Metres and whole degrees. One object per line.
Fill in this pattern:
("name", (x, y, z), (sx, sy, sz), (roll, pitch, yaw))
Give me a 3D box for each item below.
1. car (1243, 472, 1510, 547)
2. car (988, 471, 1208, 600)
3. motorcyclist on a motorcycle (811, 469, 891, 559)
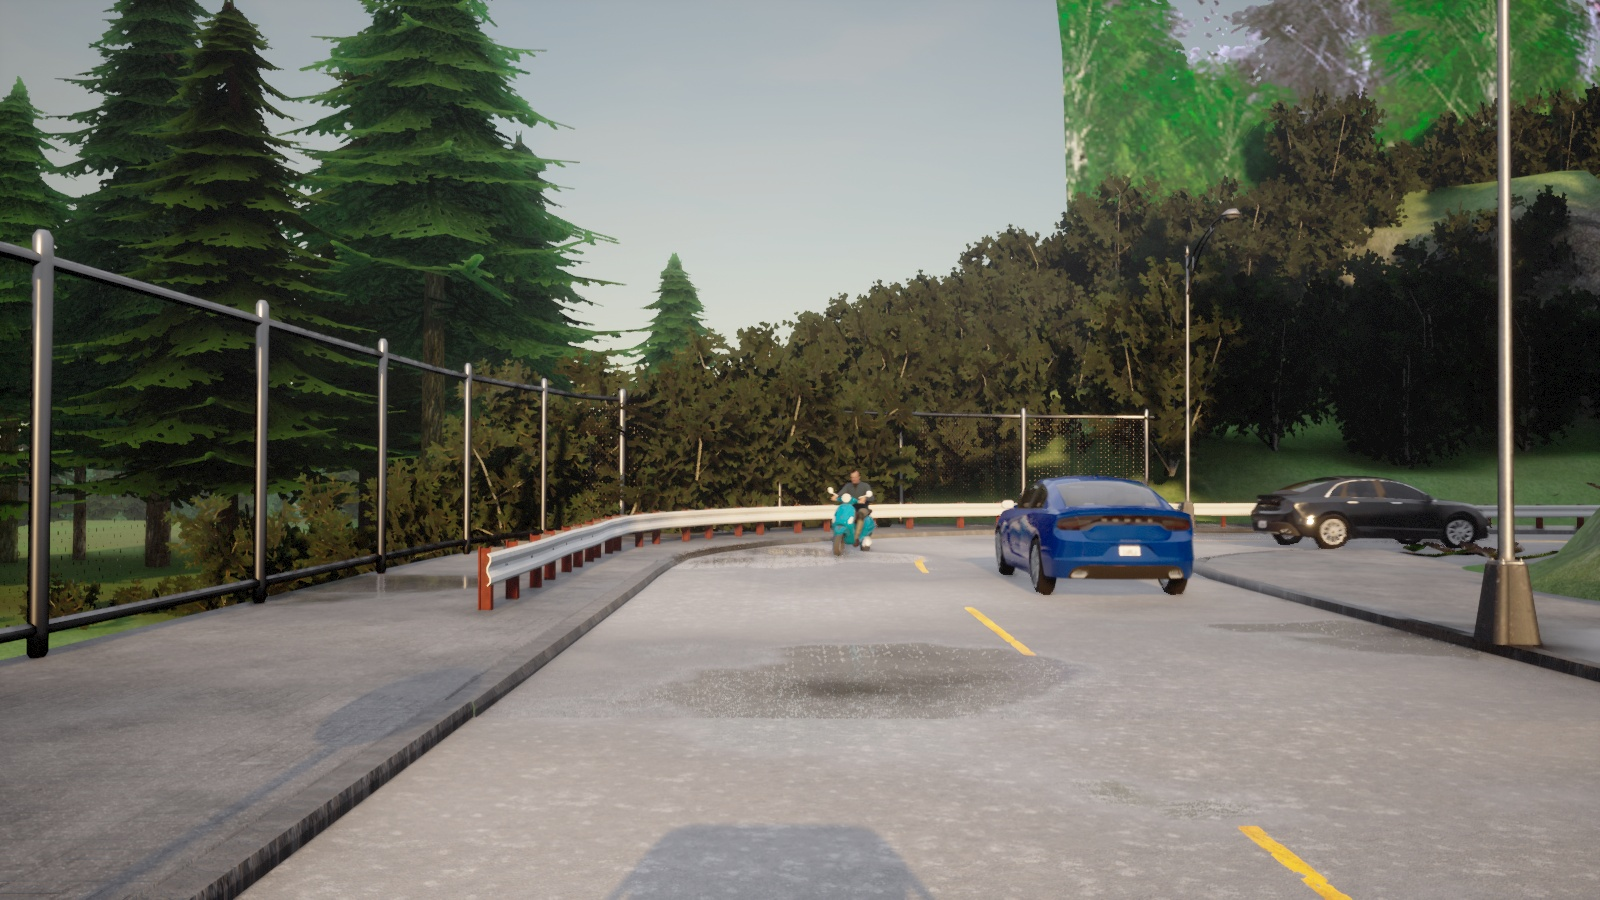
("car", (12.130, 1.218, 26.549), (4.892, 1.490, 1.837), (0, -1, -8))
("car", (3.966, 1.073, 17.626), (1.882, 1.535, 5.008), (0, -1, 0))
("motorcyclist on a motorcycle", (0.975, 1.162, 23.568), (0.866, 1.590, 1.817), (1, 0, 24))
